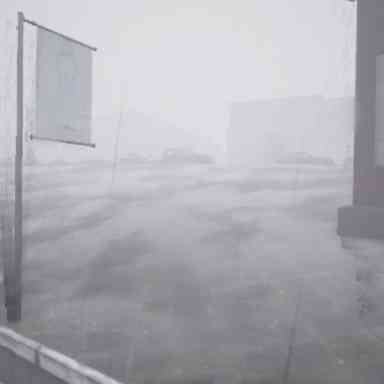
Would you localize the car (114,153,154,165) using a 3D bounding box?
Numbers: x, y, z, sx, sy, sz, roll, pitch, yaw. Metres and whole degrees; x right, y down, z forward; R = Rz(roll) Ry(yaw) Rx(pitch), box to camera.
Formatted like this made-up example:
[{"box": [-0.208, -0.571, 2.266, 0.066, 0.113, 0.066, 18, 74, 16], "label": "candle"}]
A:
[{"box": [-5.553, -3.364, 35.471, 4.553, 1.767, 2.185, 1, 1, 26], "label": "car"}]

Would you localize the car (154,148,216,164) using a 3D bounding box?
[{"box": [-0.452, -3.346, 33.133, 5.566, 2.045, 2.435, 2, 1, 25], "label": "car"}]

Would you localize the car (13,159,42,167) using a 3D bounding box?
[{"box": [-20.330, -3.533, 42.978, 4.792, 1.488, 2.163, 1, 1, 29], "label": "car"}]

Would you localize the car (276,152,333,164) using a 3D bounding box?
[{"box": [9.731, -2.705, 28.889, 4.674, 1.452, 2.002, 2, 1, 22], "label": "car"}]

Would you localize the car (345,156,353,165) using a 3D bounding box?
[{"box": [14.902, -2.497, 26.904, 4.674, 1.452, 2.002, 2, 1, 21], "label": "car"}]

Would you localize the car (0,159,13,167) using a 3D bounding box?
[{"box": [-25.323, -3.793, 45.777, 4.553, 1.767, 2.185, 1, 1, 31], "label": "car"}]

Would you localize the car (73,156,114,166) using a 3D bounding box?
[{"box": [-10.634, -3.361, 37.913, 4.892, 1.521, 2.231, 1, 1, 27], "label": "car"}]

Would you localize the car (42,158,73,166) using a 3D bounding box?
[{"box": [-15.466, -3.422, 40.371, 4.674, 1.452, 2.002, 1, 1, 28], "label": "car"}]
